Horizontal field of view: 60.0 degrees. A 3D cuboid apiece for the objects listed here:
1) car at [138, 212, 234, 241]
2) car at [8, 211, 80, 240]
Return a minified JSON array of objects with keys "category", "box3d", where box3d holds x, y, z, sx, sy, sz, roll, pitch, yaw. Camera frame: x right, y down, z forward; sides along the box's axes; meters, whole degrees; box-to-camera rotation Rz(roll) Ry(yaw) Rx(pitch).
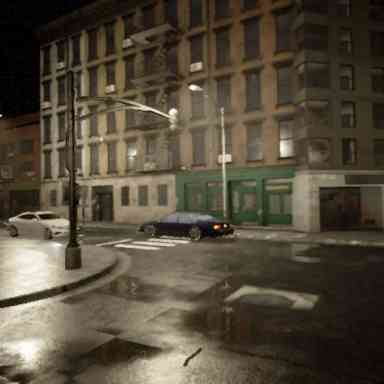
[{"category":"car","box3d":[-0.426,1.770,17.923,5.357,1.411,2.033,-1,-1,35]},{"category":"car","box3d":[-8.450,1.825,18.817,4.674,1.442,1.812,0,-1,29]}]
